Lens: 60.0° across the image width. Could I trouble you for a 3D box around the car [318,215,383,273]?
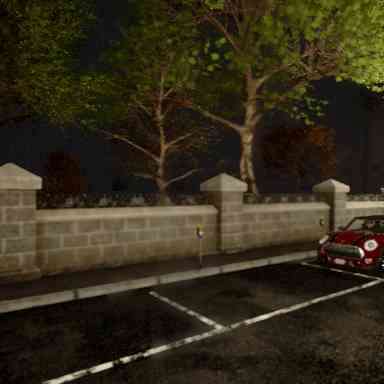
[{"bbox_3d":[5.897,1.495,10.771,4.097,1.590,1.967,0,0,-36],"label":"car"}]
